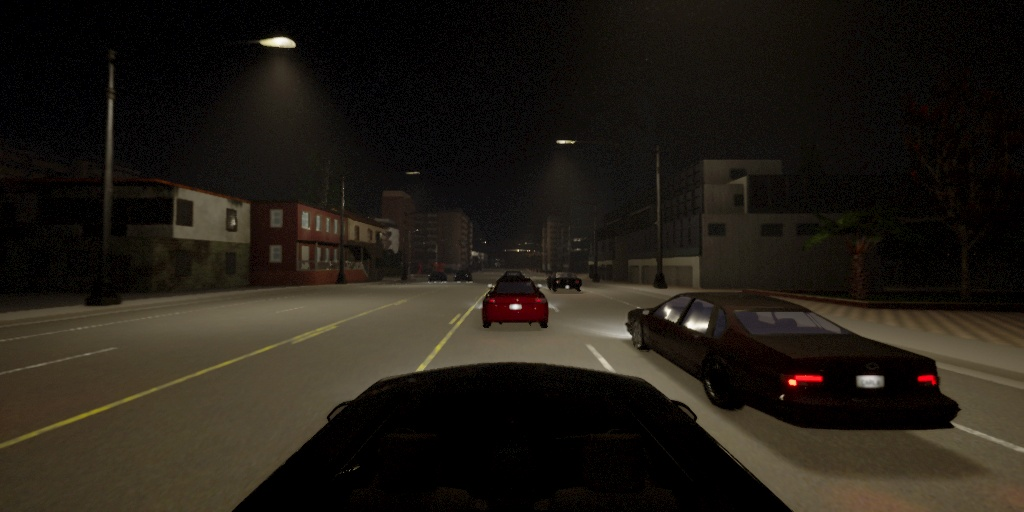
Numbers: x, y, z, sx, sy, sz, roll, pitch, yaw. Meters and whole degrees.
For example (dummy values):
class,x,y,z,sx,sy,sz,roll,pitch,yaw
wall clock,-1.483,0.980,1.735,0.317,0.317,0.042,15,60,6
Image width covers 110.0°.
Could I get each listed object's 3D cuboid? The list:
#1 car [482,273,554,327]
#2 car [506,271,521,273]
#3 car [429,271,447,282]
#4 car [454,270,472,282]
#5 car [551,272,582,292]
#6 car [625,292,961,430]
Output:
class,x,y,z,sx,sy,sz,roll,pitch,yaw
car,0.097,1.406,11.911,1.994,1.385,4.181,0,-1,0
car,0.091,1.845,27.764,1.994,1.385,4.181,0,-2,0
car,-10.548,2.941,51.343,1.812,1.442,4.674,0,-3,1
car,-7.044,2.787,51.839,2.097,1.767,4.553,0,-2,1
car,3.592,1.795,25.475,1.895,1.301,4.718,0,-2,0
car,3.598,1.327,6.115,2.033,1.411,5.357,0,0,0
